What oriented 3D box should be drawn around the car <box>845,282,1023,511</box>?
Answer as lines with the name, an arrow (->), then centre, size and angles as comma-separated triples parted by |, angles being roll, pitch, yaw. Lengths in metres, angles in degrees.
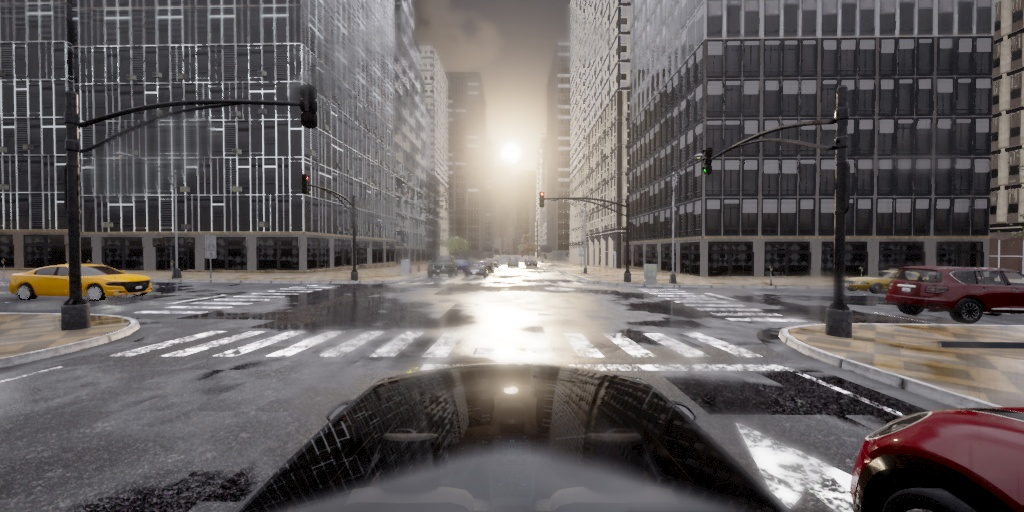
car -> 3.253, 1.102, 0.425 | 2.097, 1.767, 4.553 | 0, 0, 0

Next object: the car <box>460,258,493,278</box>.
car -> -3.240, 1.225, 33.957 | 2.128, 1.511, 4.902 | 0, 0, 1

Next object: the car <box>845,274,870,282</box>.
car -> 21.865, 1.410, 20.803 | 4.829, 1.417, 1.751 | 0, 0, 1

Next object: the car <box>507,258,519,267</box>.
car -> 0.209, 1.269, 63.377 | 1.994, 1.385, 4.181 | 0, 0, 0

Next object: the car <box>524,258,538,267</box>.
car -> 3.459, 1.306, 63.395 | 1.895, 1.301, 4.718 | 0, 0, 0

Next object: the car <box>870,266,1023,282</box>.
car -> 16.226, 1.282, 12.538 | 5.009, 1.841, 2.192 | 0, 0, 1

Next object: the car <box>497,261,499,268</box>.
car -> -3.134, 1.258, 58.714 | 2.033, 1.411, 5.357 | 0, 0, 0

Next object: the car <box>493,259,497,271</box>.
car -> -3.209, 1.326, 44.009 | 1.895, 1.301, 4.718 | 0, 0, 0

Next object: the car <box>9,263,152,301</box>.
car -> -18.844, 1.090, 15.809 | 5.008, 1.535, 1.882 | 0, 1, 2

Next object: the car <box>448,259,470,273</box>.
car -> -6.457, 1.203, 44.164 | 1.882, 1.535, 5.008 | 0, 0, 0

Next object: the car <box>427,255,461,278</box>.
car -> -6.482, 0.955, 34.199 | 2.150, 2.045, 5.566 | 0, 0, 0
